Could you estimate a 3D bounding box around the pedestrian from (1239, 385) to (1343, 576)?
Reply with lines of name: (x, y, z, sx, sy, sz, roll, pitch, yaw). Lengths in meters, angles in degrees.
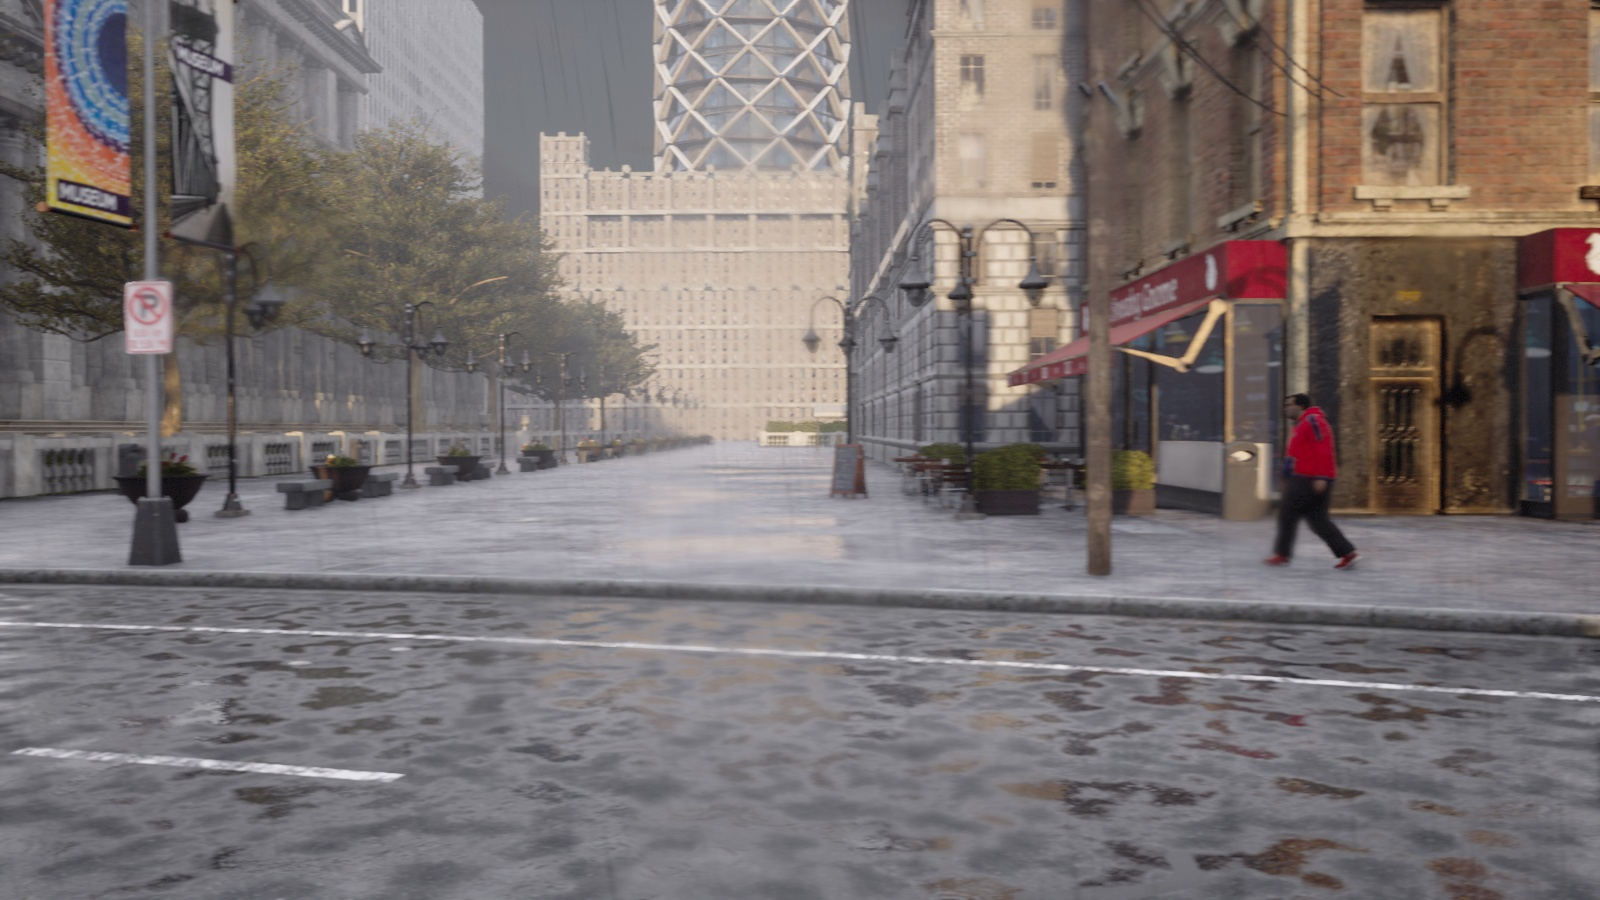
pedestrian: (4.880, 0.288, 12.518, 0.899, 1.844, 0.634, 0, 1, 17)
